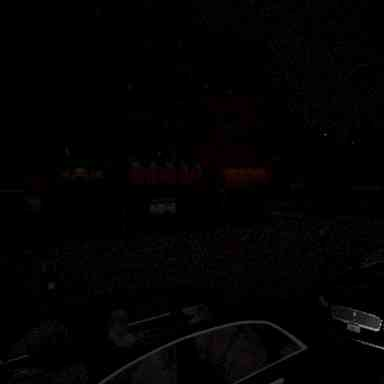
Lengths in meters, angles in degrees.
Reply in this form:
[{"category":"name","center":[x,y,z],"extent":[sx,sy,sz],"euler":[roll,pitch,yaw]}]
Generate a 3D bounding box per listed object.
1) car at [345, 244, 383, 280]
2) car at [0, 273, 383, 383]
[{"category":"car","center":[3.880,1.524,5.612],"extent":[4.403,1.369,2.008],"euler":[0,-1,-36]},{"category":"car","center":[-0.552,1.547,2.442],"extent":[4.403,1.369,2.008],"euler":[0,-1,-36]}]
